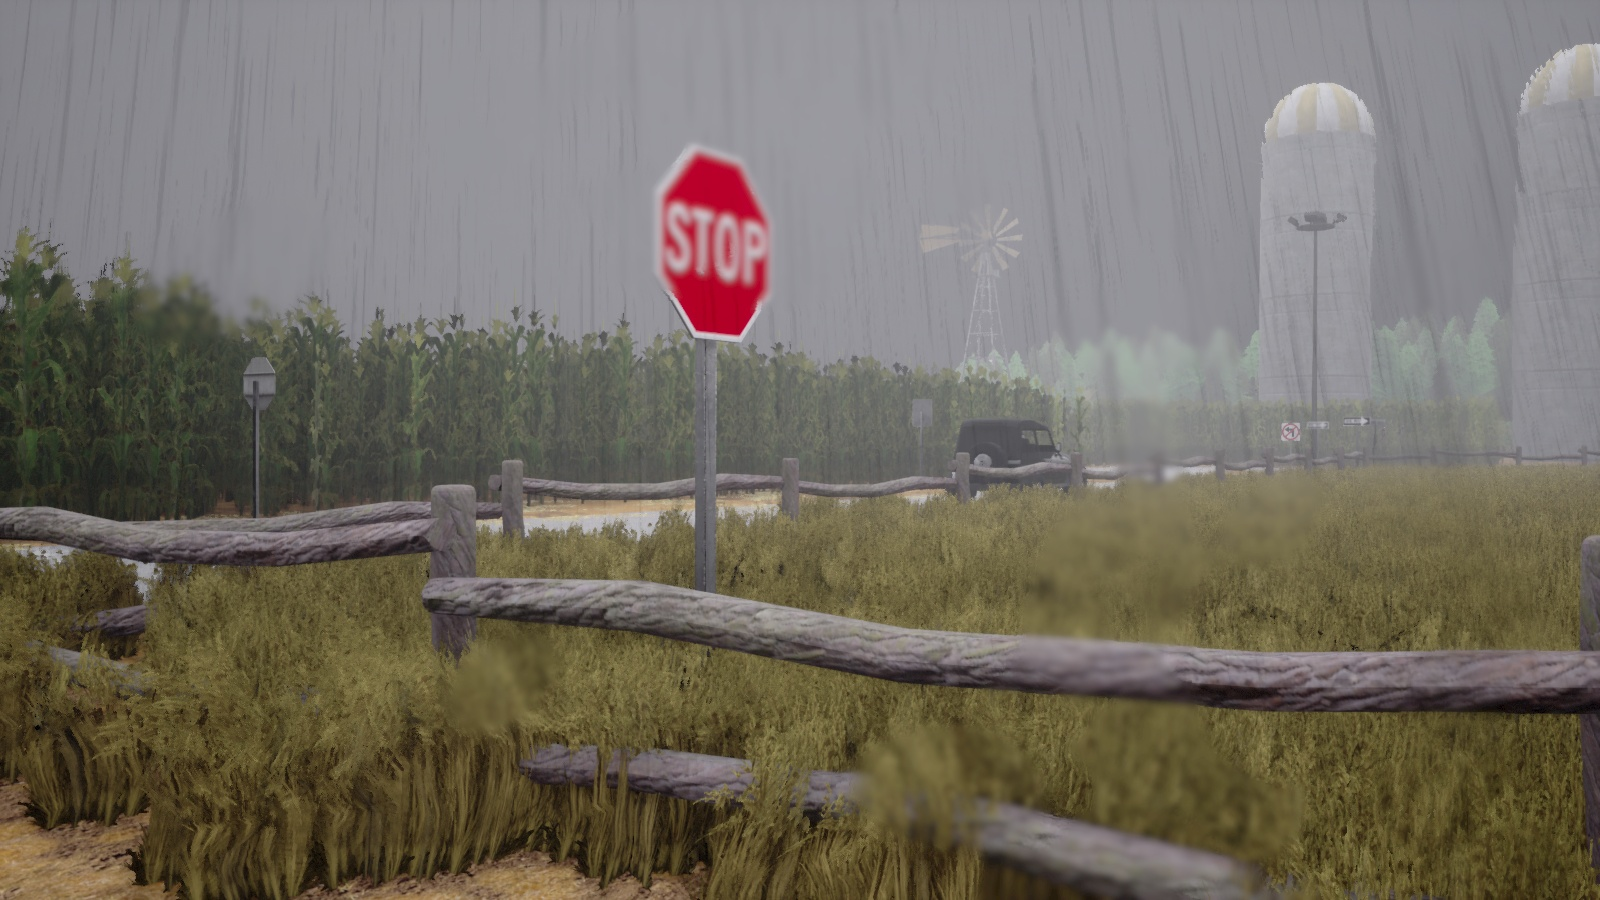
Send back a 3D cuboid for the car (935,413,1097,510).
[{"bbox_3d":[4.605,0.210,26.389,1.905,1.878,3.866,-1,0,34],"label":"car"}]
